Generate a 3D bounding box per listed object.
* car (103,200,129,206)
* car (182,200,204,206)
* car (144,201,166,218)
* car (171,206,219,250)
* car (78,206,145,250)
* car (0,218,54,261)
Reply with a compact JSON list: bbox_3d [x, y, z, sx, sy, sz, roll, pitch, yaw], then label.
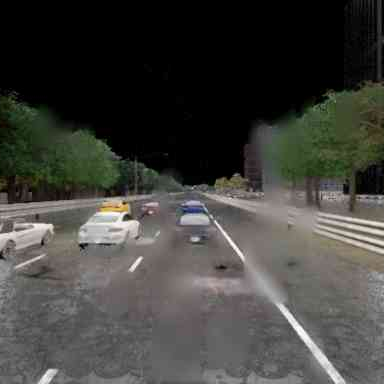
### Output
[{"bbox_3d":[-6.892,1.472,30.309,1.882,1.535,5.008,0,0,0],"label":"car"},{"bbox_3d":[0.107,1.471,30.336,1.882,1.535,5.008,0,0,0],"label":"car"},{"bbox_3d":[-3.393,1.520,29.888,1.812,1.442,4.674,0,0,0],"label":"car"},{"bbox_3d":[0.116,1.526,14.263,1.812,1.442,4.674,0,0,0],"label":"car"},{"bbox_3d":[-3.395,1.526,14.245,1.812,1.442,4.674,0,0,0],"label":"car"},{"bbox_3d":[-6.896,1.601,12.276,1.895,1.301,4.718,0,0,0],"label":"car"}]
